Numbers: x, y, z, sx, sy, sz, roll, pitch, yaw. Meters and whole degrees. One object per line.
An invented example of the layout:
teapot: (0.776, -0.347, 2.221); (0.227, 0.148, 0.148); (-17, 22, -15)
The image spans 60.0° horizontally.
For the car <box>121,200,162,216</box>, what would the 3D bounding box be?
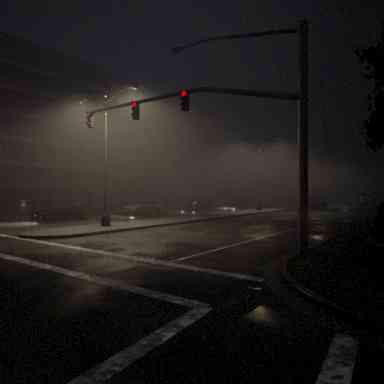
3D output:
car: (-4.951, 1.524, 33.467); (1.812, 1.442, 4.674); (0, 0, 36)

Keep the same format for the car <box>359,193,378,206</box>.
car: (28.732, 1.221, 54.038); (2.150, 2.045, 5.566); (0, 0, 36)

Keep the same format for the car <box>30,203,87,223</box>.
car: (-10.349, 1.564, 26.024); (1.994, 1.385, 4.181); (0, 0, 36)

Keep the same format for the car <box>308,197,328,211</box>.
car: (15.414, 1.352, 41.629); (2.097, 1.767, 4.553); (0, 0, 36)

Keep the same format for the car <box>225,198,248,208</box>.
car: (6.616, 1.564, 49.394); (1.994, 1.385, 4.181); (0, 0, 35)

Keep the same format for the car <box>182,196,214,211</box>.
car: (0.779, 1.352, 41.364); (2.097, 1.767, 4.553); (0, 0, 36)
